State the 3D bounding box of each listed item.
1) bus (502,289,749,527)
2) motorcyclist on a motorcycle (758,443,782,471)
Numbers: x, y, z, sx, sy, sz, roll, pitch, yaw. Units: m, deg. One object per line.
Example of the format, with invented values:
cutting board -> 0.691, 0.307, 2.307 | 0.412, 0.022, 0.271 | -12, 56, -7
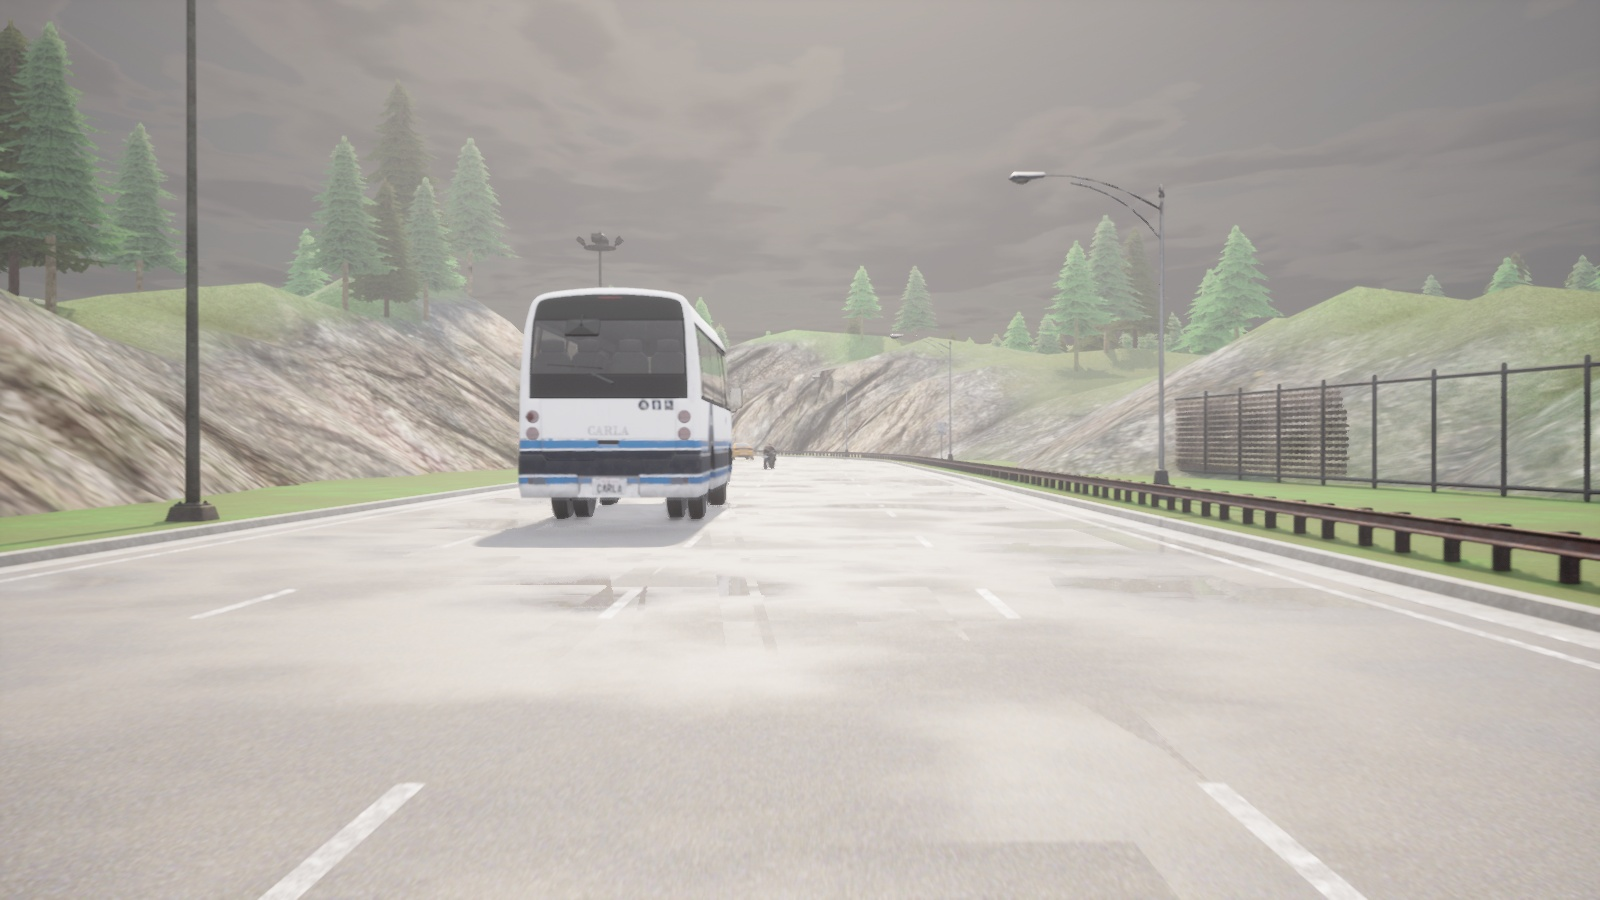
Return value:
bus -> -3.326, -0.788, 27.585 | 3.944, 4.253, 10.273 | 0, 0, 0
motorcyclist on a motorcycle -> -1.682, 0.381, 70.764 | 0.866, 1.530, 2.191 | 0, 0, 12
